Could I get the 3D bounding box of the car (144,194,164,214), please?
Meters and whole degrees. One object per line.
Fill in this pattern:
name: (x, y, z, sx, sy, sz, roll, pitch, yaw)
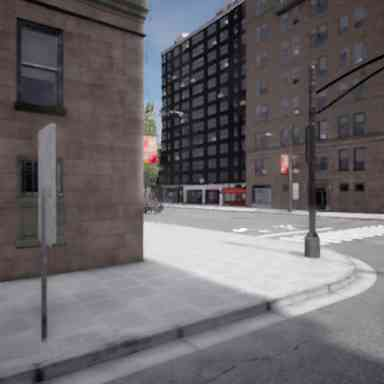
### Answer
car: (-5.274, 1.279, 36.626, 2.150, 2.045, 5.566, 0, 0, -36)
